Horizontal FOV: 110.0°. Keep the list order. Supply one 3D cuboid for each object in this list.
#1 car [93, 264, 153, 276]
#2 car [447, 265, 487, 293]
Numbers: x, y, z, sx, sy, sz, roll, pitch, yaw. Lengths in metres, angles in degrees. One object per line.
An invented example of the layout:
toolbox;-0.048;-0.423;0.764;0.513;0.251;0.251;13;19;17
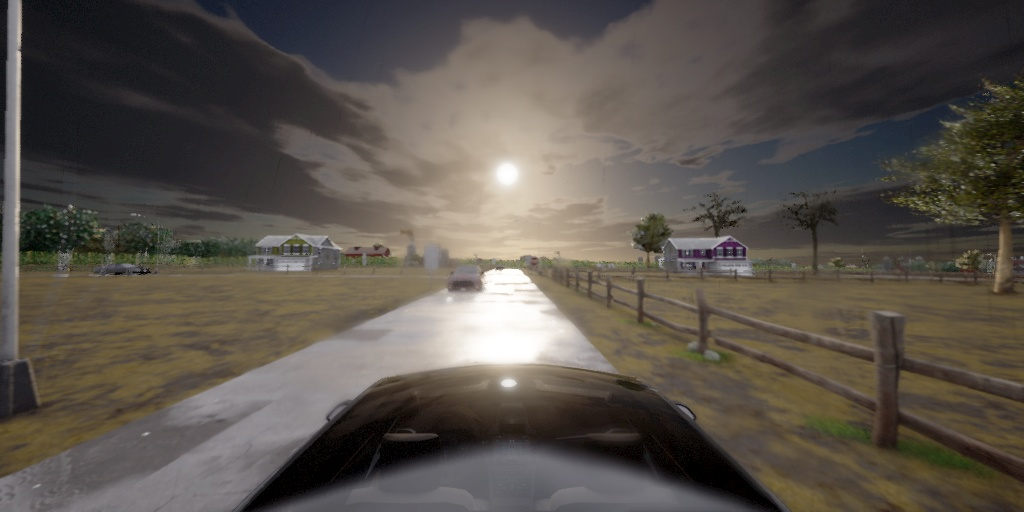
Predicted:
car;-45.263;1.594;41.750;5.357;1.411;2.033;0;-2;0
car;-2.821;1.363;23.114;2.097;1.767;4.553;0;-1;0
